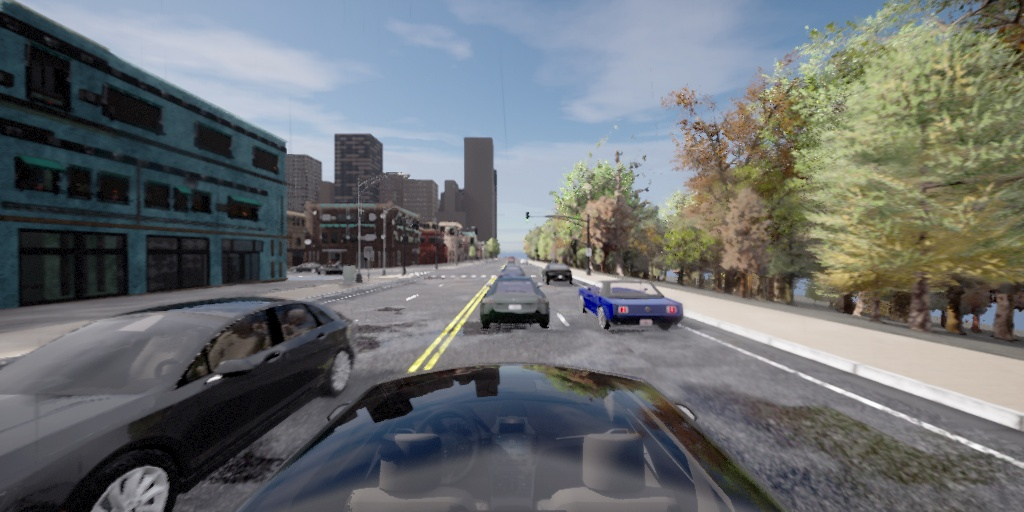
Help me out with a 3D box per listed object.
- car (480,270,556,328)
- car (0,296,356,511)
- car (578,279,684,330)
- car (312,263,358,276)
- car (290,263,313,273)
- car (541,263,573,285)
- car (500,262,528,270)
[{"bbox_3d":[0.083,1.331,11.529,1.994,1.385,4.181,0,0,0],"label":"car"},{"bbox_3d":[-3.352,1.261,3.769,1.837,1.490,4.892,0,0,0],"label":"car"},{"bbox_3d":[3.335,1.367,11.124,1.895,1.301,4.718,0,0,0],"label":"car"},{"bbox_3d":[-20.018,1.644,41.231,4.313,1.339,1.948,0,0,0],"label":"car"},{"bbox_3d":[-28.366,1.659,49.728,4.403,1.370,2.007,0,0,0],"label":"car"},{"bbox_3d":[3.306,1.272,26.977,1.882,1.535,5.008,0,0,0],"label":"car"},{"bbox_3d":[0.056,1.358,26.513,1.994,1.385,4.181,0,0,0],"label":"car"}]
